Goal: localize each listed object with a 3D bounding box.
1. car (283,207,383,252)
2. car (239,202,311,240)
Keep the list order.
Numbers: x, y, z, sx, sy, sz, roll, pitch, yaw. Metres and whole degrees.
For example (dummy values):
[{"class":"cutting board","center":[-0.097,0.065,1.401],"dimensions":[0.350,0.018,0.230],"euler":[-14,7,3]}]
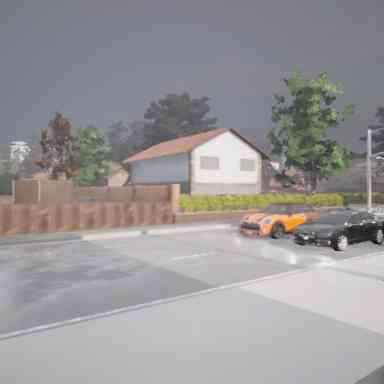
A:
[{"class":"car","center":[6.289,1.492,14.001],"dimensions":[4.892,1.490,1.837],"euler":[0,0,-35]},{"class":"car","center":[4.556,1.339,17.062],"dimensions":[4.553,1.767,2.097],"euler":[0,0,-35]}]
